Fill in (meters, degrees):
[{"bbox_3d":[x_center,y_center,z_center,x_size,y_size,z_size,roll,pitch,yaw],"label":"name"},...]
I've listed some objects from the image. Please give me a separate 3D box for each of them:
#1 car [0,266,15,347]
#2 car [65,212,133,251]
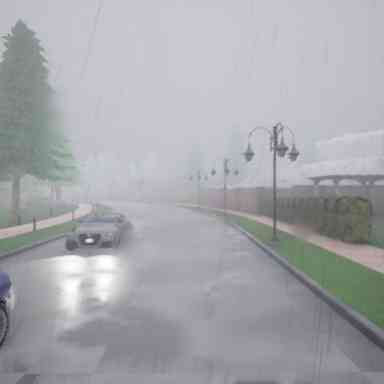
[{"bbox_3d":[-3.624,1.519,3.338,1.812,1.442,4.674,0,0,0],"label":"car"},{"bbox_3d":[-3.673,1.538,13.827,1.994,1.385,4.181,0,0,-1],"label":"car"}]
